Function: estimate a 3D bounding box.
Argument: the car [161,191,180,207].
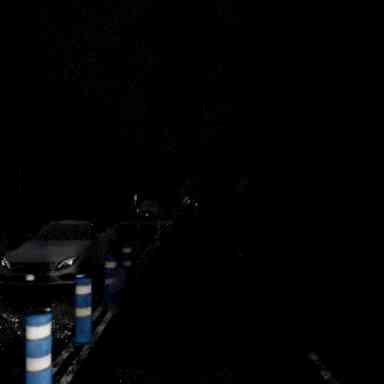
[{"bbox_3d":[-2.758,0.824,43.884,2.150,2.045,5.566,0,0,1],"label":"car"}]

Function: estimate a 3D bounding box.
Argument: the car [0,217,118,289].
[{"bbox_3d":[-3.297,1.456,9.127,1.812,1.442,4.674,0,0,0],"label":"car"}]

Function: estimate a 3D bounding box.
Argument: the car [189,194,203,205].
[{"bbox_3d":[0.588,1.052,50.557,1.994,1.385,4.181,0,3,1],"label":"car"}]

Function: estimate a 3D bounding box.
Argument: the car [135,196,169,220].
[{"bbox_3d":[-3.112,1.307,25.576,1.812,1.442,4.674,0,0,1],"label":"car"}]

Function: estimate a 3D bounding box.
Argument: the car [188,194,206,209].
[{"bbox_3d":[0.538,1.150,39.492,1.837,1.490,4.892,0,0,1],"label":"car"}]
